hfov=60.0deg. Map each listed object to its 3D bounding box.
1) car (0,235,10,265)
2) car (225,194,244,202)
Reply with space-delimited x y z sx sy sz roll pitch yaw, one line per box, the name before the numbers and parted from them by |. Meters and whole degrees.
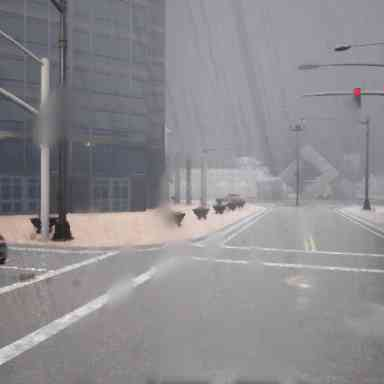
car | -7.023 1.460 8.391 4.902 1.511 2.128 0 0 17
car | 8.492 1.124 66.178 2.097 1.767 4.553 0 0 -26
